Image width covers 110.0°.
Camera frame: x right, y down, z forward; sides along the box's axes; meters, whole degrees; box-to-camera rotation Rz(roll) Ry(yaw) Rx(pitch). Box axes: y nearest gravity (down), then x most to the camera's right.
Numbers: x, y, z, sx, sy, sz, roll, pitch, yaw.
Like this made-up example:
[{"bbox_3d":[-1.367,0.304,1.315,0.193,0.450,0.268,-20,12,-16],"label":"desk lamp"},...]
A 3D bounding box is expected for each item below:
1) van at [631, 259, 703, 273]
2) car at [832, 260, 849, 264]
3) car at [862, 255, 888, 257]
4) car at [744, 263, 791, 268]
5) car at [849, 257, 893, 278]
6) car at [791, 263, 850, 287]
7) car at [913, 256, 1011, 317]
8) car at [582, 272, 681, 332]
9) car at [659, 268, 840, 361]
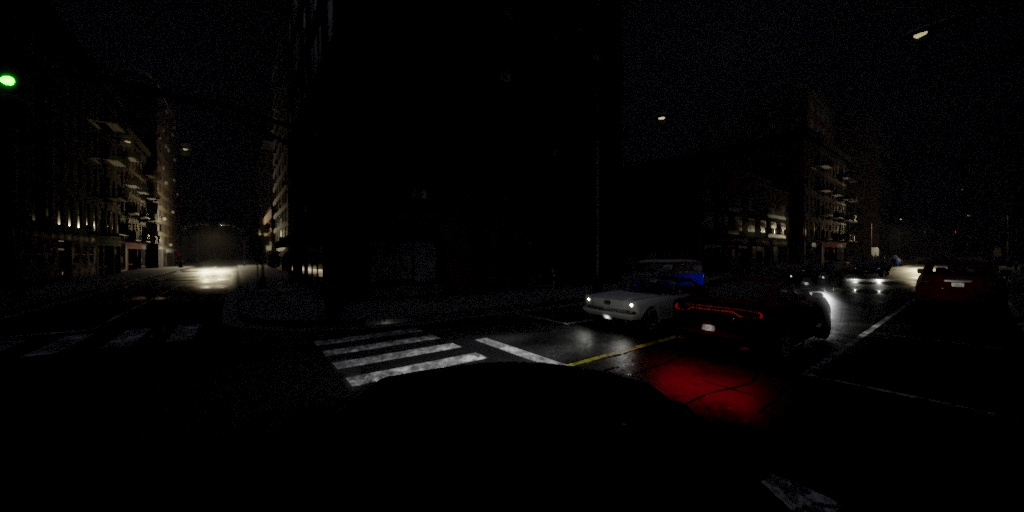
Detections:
[{"bbox_3d":[7.037,1.029,16.162,3.998,1.789,1.690,0,0,-37],"label":"van"},{"bbox_3d":[32.663,1.098,35.773,4.829,1.417,1.751,0,0,-37],"label":"car"},{"bbox_3d":[45.677,0.830,45.732,5.009,1.841,2.192,0,0,-37],"label":"car"},{"bbox_3d":[15.624,1.216,22.733,4.313,1.339,1.948,0,0,-37],"label":"car"},{"bbox_3d":[31.978,1.035,31.908,4.674,1.442,1.812,0,0,-37],"label":"car"},{"bbox_3d":[18.442,1.253,21.664,4.718,1.301,1.895,0,0,-37],"label":"car"},{"bbox_3d":[16.263,1.009,13.008,5.009,1.841,2.192,0,0,-37],"label":"car"},{"bbox_3d":[4.361,1.316,10.885,4.718,1.301,1.895,0,0,-35],"label":"car"},{"bbox_3d":[5.701,1.203,8.325,5.008,1.535,1.882,0,0,-37],"label":"car"}]
